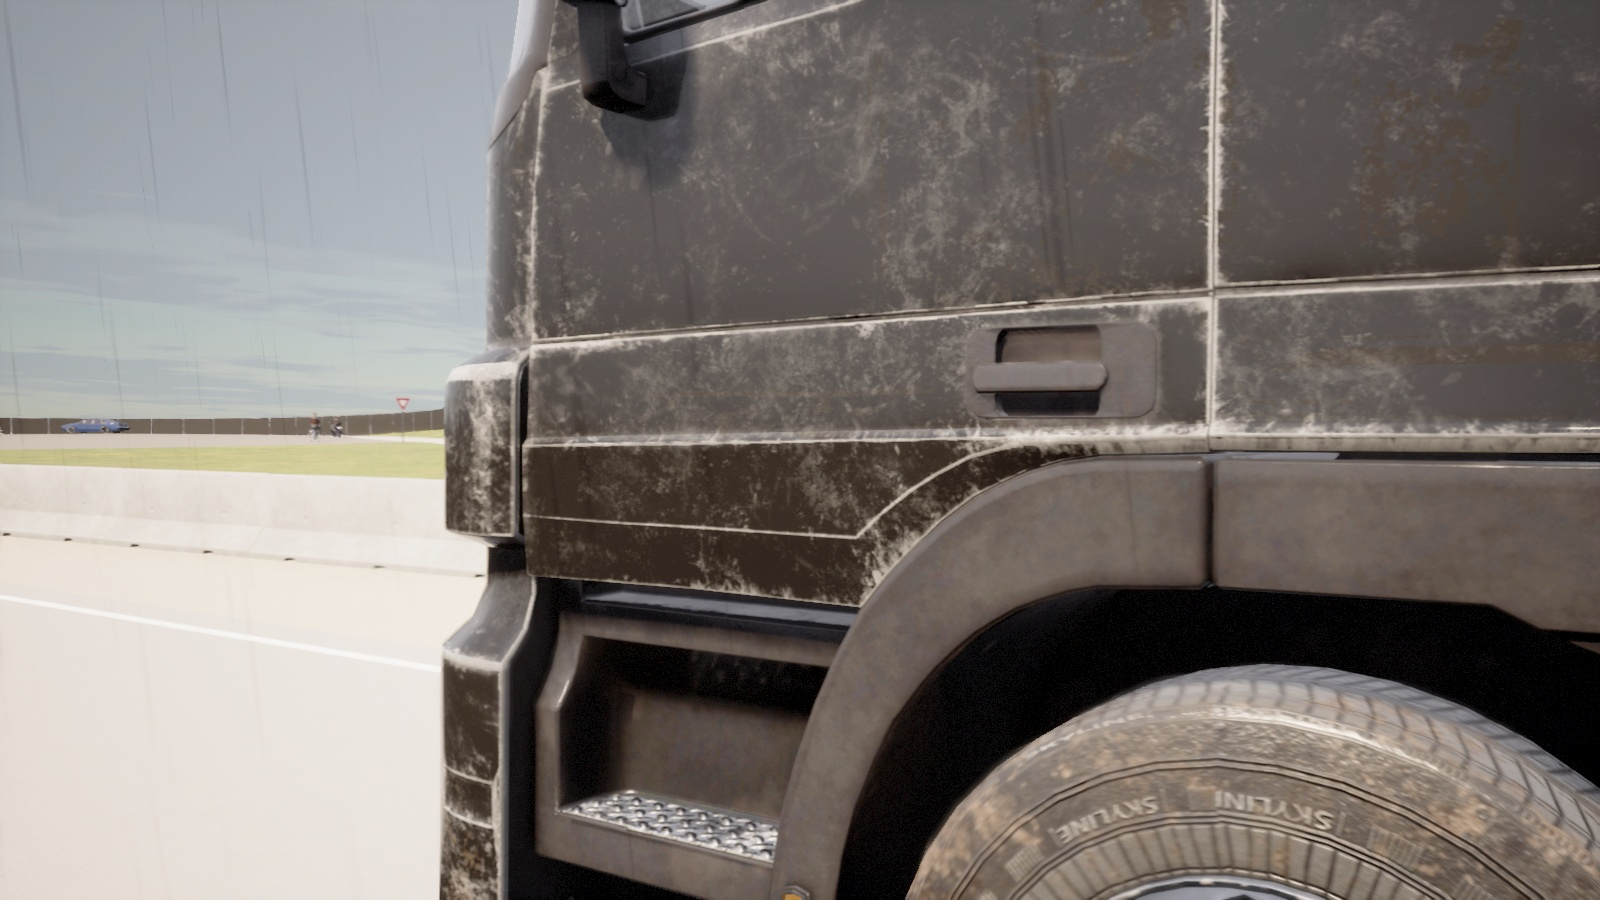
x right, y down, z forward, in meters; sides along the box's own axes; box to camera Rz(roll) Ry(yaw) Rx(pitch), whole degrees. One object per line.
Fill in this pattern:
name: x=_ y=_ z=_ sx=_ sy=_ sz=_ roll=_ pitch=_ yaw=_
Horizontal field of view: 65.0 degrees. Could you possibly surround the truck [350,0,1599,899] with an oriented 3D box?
truck: x=3.238 y=-0.300 z=1.453 sx=7.936 sy=3.462 sz=2.891 roll=0 pitch=1 yaw=34
